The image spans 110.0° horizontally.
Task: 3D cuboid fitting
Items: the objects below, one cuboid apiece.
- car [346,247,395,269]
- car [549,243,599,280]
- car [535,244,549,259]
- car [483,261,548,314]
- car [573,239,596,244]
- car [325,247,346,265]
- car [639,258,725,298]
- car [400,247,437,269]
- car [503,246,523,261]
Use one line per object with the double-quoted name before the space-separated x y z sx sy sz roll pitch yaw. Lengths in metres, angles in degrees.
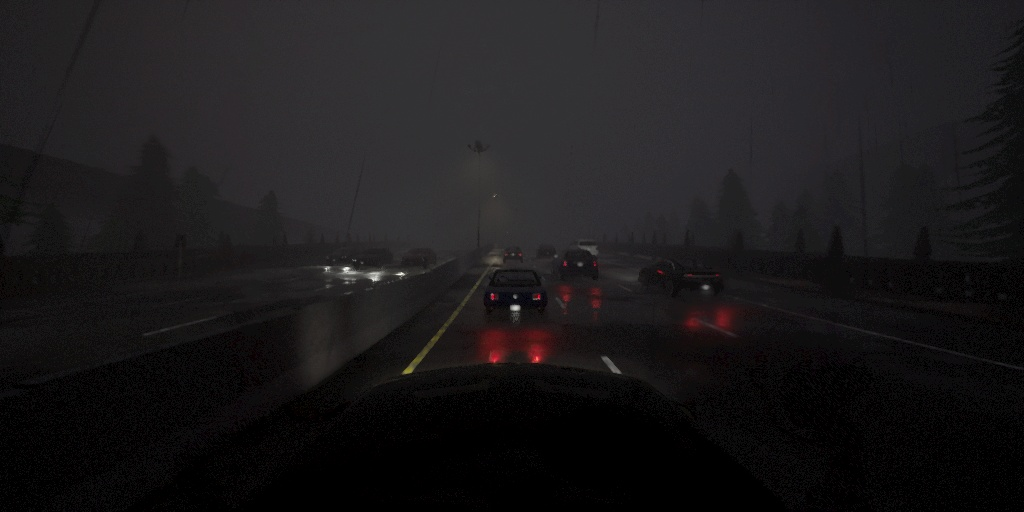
"car" -10.596 0.093 27.722 1.837 1.490 4.892 0 4 0
"car" 3.602 0.342 21.025 2.097 1.767 4.553 0 3 0
"car" 3.603 -0.580 38.505 1.882 1.535 5.008 0 3 0
"car" 0.101 1.080 12.396 1.895 1.301 4.718 0 3 0
"car" 7.110 -0.678 35.859 2.150 2.045 5.566 0 3 1
"car" -14.094 -0.065 30.723 1.812 1.442 4.674 0 3 0
"car" 7.102 0.811 15.505 2.128 1.511 4.902 0 3 0
"car" -7.095 0.068 27.699 1.882 1.535 5.008 0 3 0
"car" 0.103 -0.225 33.746 2.033 1.411 5.357 0 3 0
